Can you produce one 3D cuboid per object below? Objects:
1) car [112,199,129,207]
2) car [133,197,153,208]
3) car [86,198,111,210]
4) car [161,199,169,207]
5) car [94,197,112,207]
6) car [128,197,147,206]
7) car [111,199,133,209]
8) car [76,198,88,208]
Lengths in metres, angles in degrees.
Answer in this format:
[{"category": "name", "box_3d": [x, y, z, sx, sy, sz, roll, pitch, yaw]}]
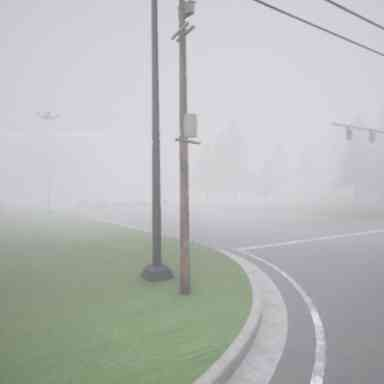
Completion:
[{"category": "car", "box_3d": [-13.999, 2.061, 64.983, 1.837, 1.490, 4.892, 0, 0, -30]}, {"category": "car", "box_3d": [-8.848, 1.922, 56.194, 1.882, 1.535, 5.008, 0, 0, -30]}, {"category": "car", "box_3d": [-14.804, 2.092, 52.613, 1.895, 1.301, 4.718, 0, 0, -30]}, {"category": "car", "box_3d": [-5.787, 1.911, 57.893, 2.128, 1.511, 4.902, 0, 0, -30]}, {"category": "car", "box_3d": [-17.005, 1.932, 63.189, 2.097, 1.767, 4.553, 0, 0, -30]}, {"category": "car", "box_3d": [-10.966, 1.885, 66.728, 2.097, 1.767, 4.553, 0, 0, -30]}, {"category": "car", "box_3d": [-11.866, 1.946, 54.422, 1.882, 1.535, 5.008, 0, 0, -30]}, {"category": "car", "box_3d": [-20.025, 1.956, 61.420, 2.097, 1.767, 4.553, 0, 0, -30]}]
